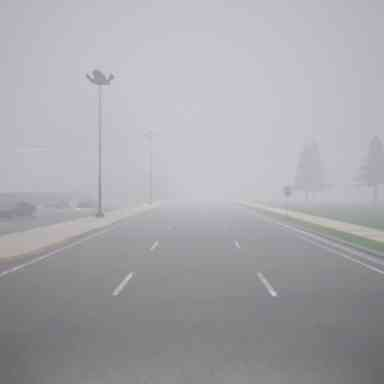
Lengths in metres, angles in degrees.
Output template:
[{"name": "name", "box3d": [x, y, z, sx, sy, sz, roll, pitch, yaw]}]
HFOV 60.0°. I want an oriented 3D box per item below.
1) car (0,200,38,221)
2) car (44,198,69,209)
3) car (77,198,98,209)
[{"name": "car", "box3d": [-14.642, 1.456, 27.392, 1.882, 1.535, 5.008, 0, 0, 1]}, {"name": "car", "box3d": [-17.751, 1.511, 43.959, 1.812, 1.442, 4.674, 0, 0, 1]}, {"name": "car", "box3d": [-14.218, 1.559, 45.847, 1.994, 1.385, 4.181, 0, 0, 1]}]
